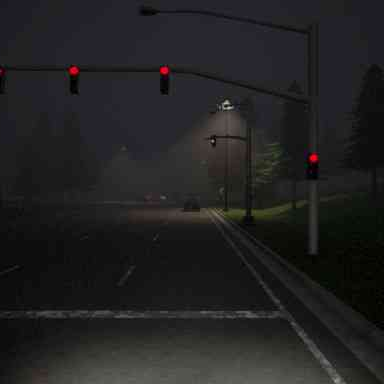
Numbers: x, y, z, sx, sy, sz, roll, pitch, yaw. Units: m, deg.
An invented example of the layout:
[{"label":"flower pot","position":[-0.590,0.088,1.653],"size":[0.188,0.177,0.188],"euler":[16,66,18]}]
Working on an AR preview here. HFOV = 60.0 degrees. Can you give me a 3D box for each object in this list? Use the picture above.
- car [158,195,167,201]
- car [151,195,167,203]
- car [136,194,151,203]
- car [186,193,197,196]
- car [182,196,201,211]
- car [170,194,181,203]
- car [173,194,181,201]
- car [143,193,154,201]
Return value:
[{"label":"car","position":[-7.106,1.356,80.778],"size":[1.812,1.442,4.674],"euler":[0,0,0]},{"label":"car","position":[-7.093,1.587,70.804],"size":[1.895,1.301,4.718],"euler":[0,0,0]},{"label":"car","position":[-10.592,1.531,70.353],"size":[2.033,1.411,5.357],"euler":[0,0,0]},{"label":"car","position":[-0.092,1.217,70.397],"size":[2.150,2.045,5.566],"euler":[0,0,0]},{"label":"car","position":[-0.052,1.526,39.754],"size":[1.812,1.442,4.674],"euler":[0,0,0]},{"label":"car","position":[-3.593,1.545,70.779],"size":[1.994,1.385,4.181],"euler":[0,0,0]},{"label":"car","position":[-3.606,1.310,80.782],"size":[1.882,1.535,5.008],"euler":[0,0,0]},{"label":"car","position":[-10.606,1.187,80.743],"size":[2.097,1.767,4.553],"euler":[0,0,0]}]
